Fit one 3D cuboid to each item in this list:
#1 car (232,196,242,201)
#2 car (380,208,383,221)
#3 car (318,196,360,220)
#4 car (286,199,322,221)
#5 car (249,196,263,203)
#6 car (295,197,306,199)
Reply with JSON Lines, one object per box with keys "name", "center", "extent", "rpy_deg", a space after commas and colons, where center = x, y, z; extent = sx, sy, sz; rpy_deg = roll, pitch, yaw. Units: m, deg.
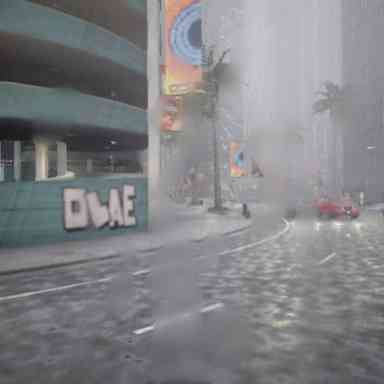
{"name": "car", "center": [9.382, 1.749, 70.487], "extent": [2.128, 1.511, 4.902], "rpy_deg": [0, 0, -6]}
{"name": "car", "center": [16.092, 1.548, 25.461], "extent": [1.882, 1.535, 5.008], "rpy_deg": [0, 0, 11]}
{"name": "car", "center": [13.046, 1.350, 30.184], "extent": [2.150, 2.045, 5.566], "rpy_deg": [0, 0, 3]}
{"name": "car", "center": [9.367, 1.650, 28.668], "extent": [1.837, 1.490, 4.892], "rpy_deg": [0, 0, 5]}
{"name": "car", "center": [17.101, 1.913, 92.118], "extent": [2.185, 1.767, 4.553], "rpy_deg": [0, 0, -6]}
{"name": "car", "center": [20.387, 1.797, 62.928], "extent": [2.231, 1.521, 4.892], "rpy_deg": [0, 0, -6]}
